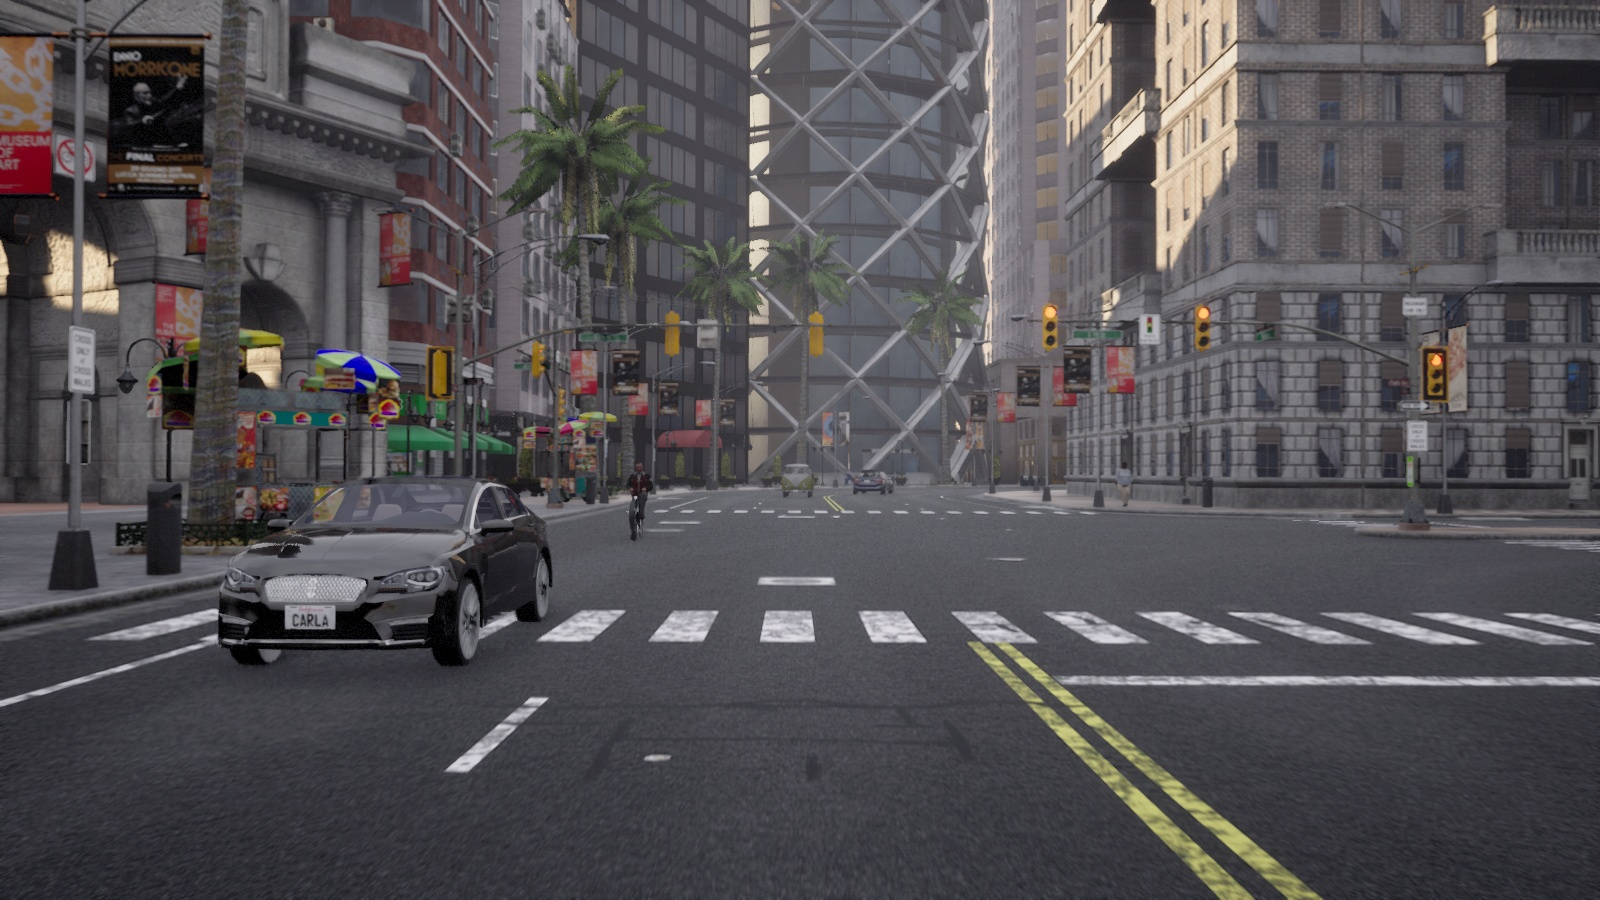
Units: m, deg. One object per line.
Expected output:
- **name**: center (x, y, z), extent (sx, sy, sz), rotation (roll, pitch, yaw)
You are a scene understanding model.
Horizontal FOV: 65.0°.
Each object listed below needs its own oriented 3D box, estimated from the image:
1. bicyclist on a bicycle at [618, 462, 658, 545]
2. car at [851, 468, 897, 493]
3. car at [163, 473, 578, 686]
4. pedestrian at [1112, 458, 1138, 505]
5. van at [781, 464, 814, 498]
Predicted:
- **bicyclist on a bicycle**: center (-3.569, 1.164, 27.745), extent (0.659, 1.776, 1.843), rotation (0, -1, 0)
- **car**: center (5.108, 2.082, 86.212), extent (2.242, 1.667, 4.611), rotation (-1, -1, 15)
- **car**: center (-3.529, 0.978, 11.503), extent (2.128, 1.511, 4.902), rotation (0, -1, 0)
- **pedestrian**: center (13.036, 1.263, 50.406), extent (0.874, 1.855, 0.900), rotation (0, -1, 5)
- **van**: center (-0.122, 1.818, 74.665), extent (1.775, 1.987, 4.442), rotation (0, -1, 3)
